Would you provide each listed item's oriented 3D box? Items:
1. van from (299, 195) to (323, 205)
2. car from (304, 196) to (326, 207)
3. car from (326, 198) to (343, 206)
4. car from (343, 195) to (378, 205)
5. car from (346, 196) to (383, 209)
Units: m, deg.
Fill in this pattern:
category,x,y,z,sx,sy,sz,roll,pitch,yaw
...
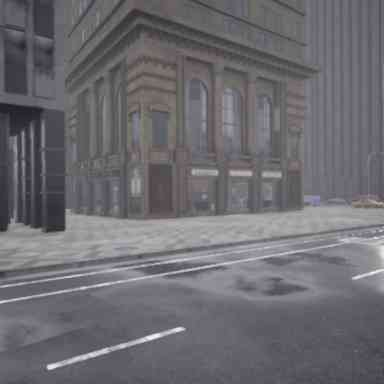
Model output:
category,x,y,z,sx,sy,sz,roll,pitch,yaw
van,22.820,1.581,64.044,1.690,1.788,3.998,-2,0,-35
car,19.029,1.792,54.631,2.008,1.369,4.403,-2,0,-35
car,25.766,1.754,59.892,1.802,1.307,4.206,-2,0,-35
car,28.698,1.418,55.740,2.192,1.841,5.009,-2,0,-35
car,24.781,1.631,46.523,1.752,1.417,4.829,-2,0,-35
